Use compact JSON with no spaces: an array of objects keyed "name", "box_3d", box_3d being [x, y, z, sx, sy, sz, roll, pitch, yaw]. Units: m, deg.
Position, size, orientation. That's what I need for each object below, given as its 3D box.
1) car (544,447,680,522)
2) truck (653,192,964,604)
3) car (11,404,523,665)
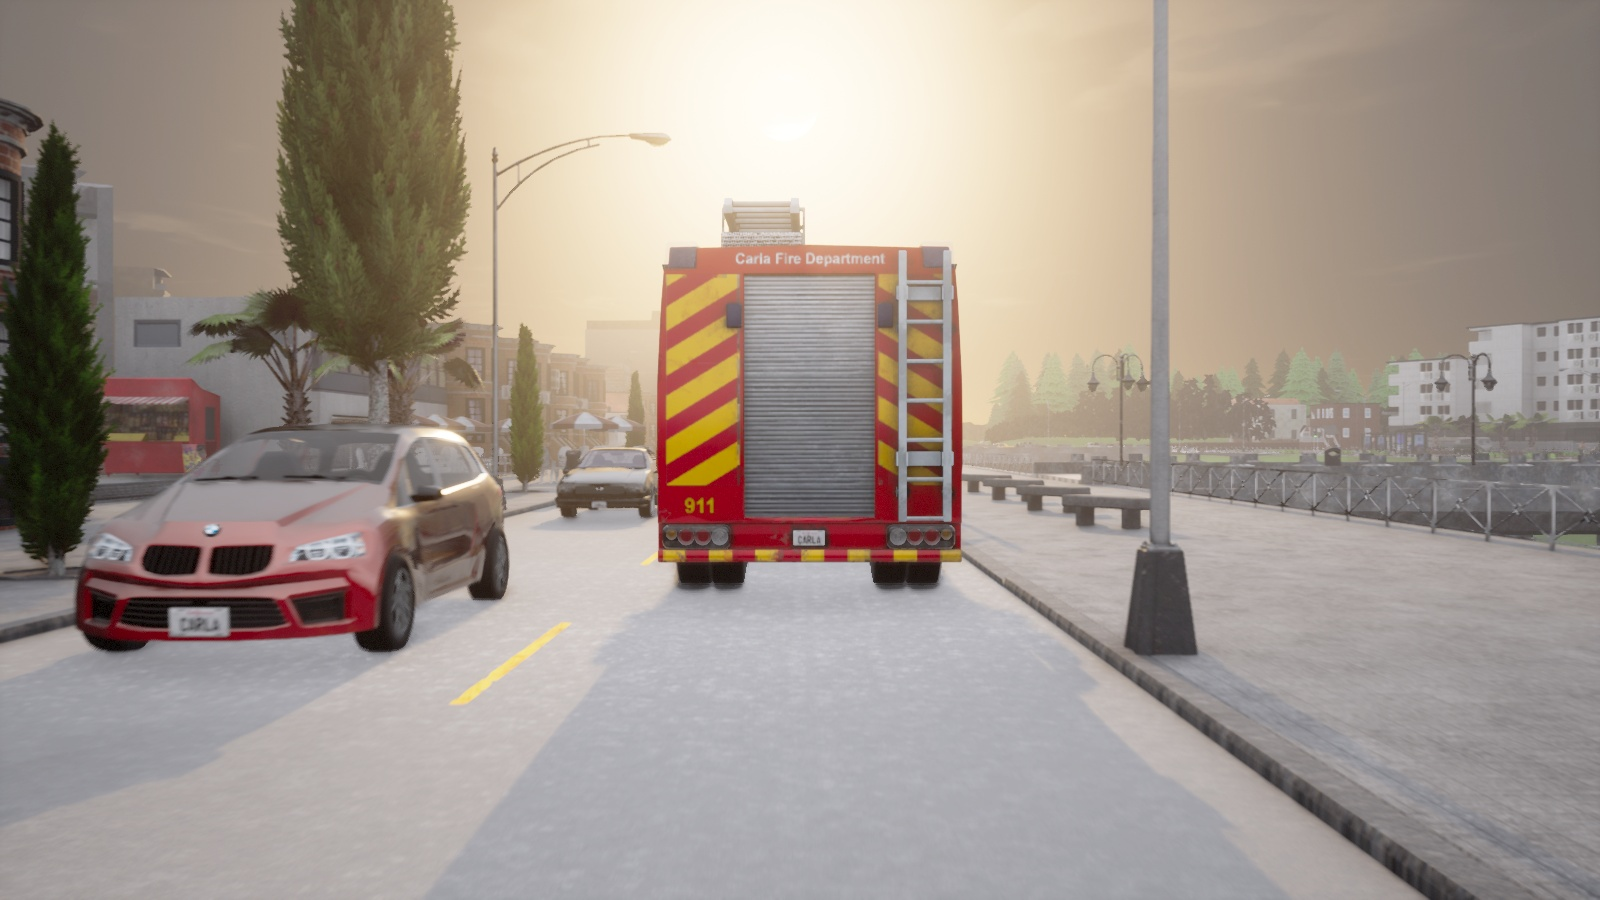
[{"name":"car","box_3d":[-3.837,0.641,26.578,2.033,1.411,5.357,0,0,0]},{"name":"truck","box_3d":[0.104,-0.508,15.919,2.891,3.827,8.468,0,0,0]},{"name":"car","box_3d":[-3.927,0.529,10.354,2.242,1.667,4.611,0,0,0]}]
